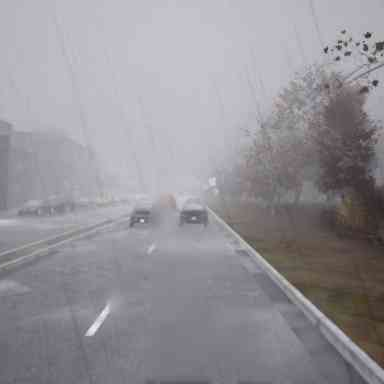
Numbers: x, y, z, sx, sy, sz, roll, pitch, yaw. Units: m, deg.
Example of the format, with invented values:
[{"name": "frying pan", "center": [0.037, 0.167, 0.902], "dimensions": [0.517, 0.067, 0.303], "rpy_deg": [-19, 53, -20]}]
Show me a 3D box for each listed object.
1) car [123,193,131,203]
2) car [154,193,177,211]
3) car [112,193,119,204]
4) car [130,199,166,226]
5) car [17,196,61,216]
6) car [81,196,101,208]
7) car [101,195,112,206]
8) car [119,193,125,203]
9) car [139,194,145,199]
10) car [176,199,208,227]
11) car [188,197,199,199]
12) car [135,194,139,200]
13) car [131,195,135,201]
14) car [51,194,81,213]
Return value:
[{"name": "car", "center": [-15.158, 1.284, 70.805], "dimensions": [2.435, 2.045, 5.566], "rpy_deg": [0, 0, 0]}, {"name": "car", "center": [-3.115, 1.285, 41.999], "dimensions": [2.150, 2.045, 5.566], "rpy_deg": [0, 0, 0]}, {"name": "car", "center": [-15.119, 1.391, 59.814], "dimensions": [2.185, 1.767, 4.553], "rpy_deg": [0, 0, 0]}, {"name": "car", "center": [-3.131, 1.541, 23.377], "dimensions": [1.837, 1.490, 4.892], "rpy_deg": [0, 0, 0]}, {"name": "car", "center": [-15.022, 1.470, 32.289], "dimensions": [2.231, 1.521, 4.892], "rpy_deg": [0, 0, 0]}, {"name": "car", "center": [-15.131, 1.496, 47.200], "dimensions": [2.231, 1.521, 4.892], "rpy_deg": [0, 0, 1]}, {"name": "car", "center": [-15.099, 1.503, 54.072], "dimensions": [1.946, 1.575, 5.366], "rpy_deg": [0, 0, 0]}, {"name": "car", "center": [-15.138, 1.522, 65.122], "dimensions": [1.946, 1.575, 5.366], "rpy_deg": [0, 0, 0]}, {"name": "car", "center": [-15.237, 1.570, 92.872], "dimensions": [1.946, 1.575, 5.366], "rpy_deg": [0, 0, 0]}, {"name": "car", "center": [0.120, 1.513, 23.371], "dimensions": [1.882, 1.535, 5.008], "rpy_deg": [0, 0, 0]}, {"name": "car", "center": [0.135, 1.415, 41.126], "dimensions": [2.097, 1.767, 4.553], "rpy_deg": [0, 0, 0]}, {"name": "car", "center": [-15.197, 1.556, 82.014], "dimensions": [2.231, 1.521, 4.892], "rpy_deg": [0, 0, 0]}, {"name": "car", "center": [-15.180, 1.546, 76.488], "dimensions": [2.231, 1.521, 4.892], "rpy_deg": [0, 0, 0]}, {"name": "car", "center": [-15.042, 1.227, 37.780], "dimensions": [2.435, 2.045, 5.566], "rpy_deg": [0, 0, 0]}]
